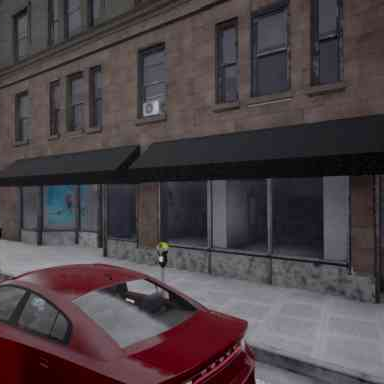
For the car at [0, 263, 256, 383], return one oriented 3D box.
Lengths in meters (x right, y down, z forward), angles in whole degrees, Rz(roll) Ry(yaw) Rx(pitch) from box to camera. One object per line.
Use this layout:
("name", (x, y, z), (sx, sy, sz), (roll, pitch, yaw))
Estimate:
("car", (-1.501, 1.545, 3.919), (4.507, 1.381, 1.887), (0, 0, 35))
